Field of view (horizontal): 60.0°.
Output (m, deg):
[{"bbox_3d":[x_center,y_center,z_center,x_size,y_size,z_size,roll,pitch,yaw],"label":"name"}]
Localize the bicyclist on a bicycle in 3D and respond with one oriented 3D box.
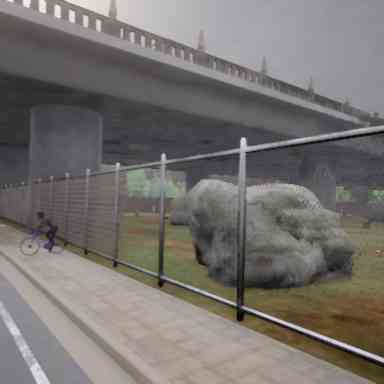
[{"bbox_3d":[-5.615,1.575,12.642,1.656,1.620,0.582,2,-2,-37],"label":"bicyclist on a bicycle"}]
